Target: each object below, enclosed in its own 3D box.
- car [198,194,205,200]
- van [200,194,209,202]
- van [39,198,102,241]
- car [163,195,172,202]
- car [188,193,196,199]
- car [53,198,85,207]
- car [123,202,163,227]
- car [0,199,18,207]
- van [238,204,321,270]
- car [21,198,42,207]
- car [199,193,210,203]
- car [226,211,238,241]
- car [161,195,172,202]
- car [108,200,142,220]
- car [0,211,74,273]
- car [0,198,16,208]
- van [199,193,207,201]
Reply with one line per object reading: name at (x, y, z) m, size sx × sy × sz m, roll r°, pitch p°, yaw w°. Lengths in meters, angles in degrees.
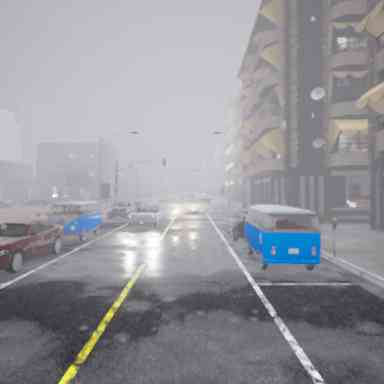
car at (2.722, 1.374, 93.831) m, size 1.752 × 1.417 × 4.829 m, roll 1°, pitch 0°, yaw 0°
van at (2.720, 1.243, 71.337) m, size 1.690 × 1.788 × 3.998 m, roll 1°, pitch 0°, yaw 0°
van at (-5.640, 1.330, 16.303) m, size 1.690 × 1.788 × 3.998 m, roll 1°, pitch 0°, yaw 0°
car at (-5.662, 1.435, 76.885) m, size 1.887 × 1.381 × 4.507 m, roll 1°, pitch 0°, yaw 0°
car at (0.018, 1.078, 91.468) m, size 2.097 × 1.767 × 4.553 m, roll 0°, pitch 0°, yaw 0°
car at (-19.706, 1.640, 53.557) m, size 4.403 × 1.369 × 2.008 m, roll 0°, pitch -1°, yaw 1°
car at (-3.086, 1.582, 22.536) m, size 1.895 × 1.301 × 4.718 m, roll 0°, pitch 0°, yaw 0°
car at (-30.667, 1.723, 53.710) m, size 4.206 × 1.307 × 1.802 m, roll 0°, pitch 0°, yaw 1°
van at (2.707, 1.334, 10.688) m, size 1.690 × 1.788 × 3.998 m, roll 1°, pitch 0°, yaw 0°
car at (-25.187, 1.681, 53.634) m, size 4.313 × 1.339 × 1.947 m, roll 0°, pitch -1°, yaw 1°
car at (2.716, 1.464, 65.759) m, size 2.008 × 1.369 × 4.403 m, roll 1°, pitch 0°, yaw 0°
car at (2.705, 1.554, 16.334) m, size 1.947 × 1.339 × 4.313 m, roll 1°, pitch 0°, yaw 0°
car at (-5.664, 1.484, 71.305) m, size 1.802 × 1.307 × 4.206 m, roll 1°, pitch 0°, yaw 0°
car at (-5.639, 1.416, 27.595) m, size 1.967 × 1.590 × 4.097 m, roll 1°, pitch 0°, yaw 0°
car at (-5.644, 1.538, 10.657) m, size 1.887 × 1.381 × 4.507 m, roll 1°, pitch 0°, yaw 0°
car at (-26.367, 1.446, 45.012) m, size 4.097 × 1.590 × 1.967 m, roll 0°, pitch -1°, yaw 1°
van at (2.722, 1.218, 82.500) m, size 1.690 × 1.788 × 3.998 m, roll 1°, pitch 0°, yaw 0°
